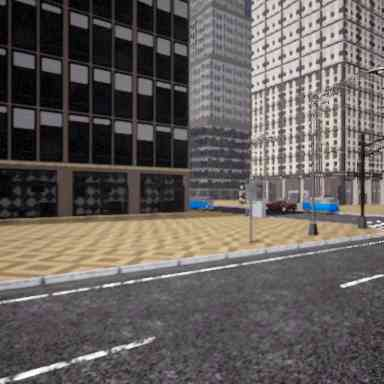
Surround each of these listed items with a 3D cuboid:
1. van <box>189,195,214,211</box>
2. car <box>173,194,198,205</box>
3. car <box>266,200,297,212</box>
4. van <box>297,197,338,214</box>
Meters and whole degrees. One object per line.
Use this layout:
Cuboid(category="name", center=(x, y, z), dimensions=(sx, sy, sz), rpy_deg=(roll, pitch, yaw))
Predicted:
Cuboid(category="van", center=(1.166, 1.471, 42.076), dimensions=(1.690, 1.788, 3.998), rpy_deg=(0, 0, -34))
Cuboid(category="car", center=(-1.201, 1.388, 60.536), dimensions=(2.192, 1.841, 5.009), rpy_deg=(0, 0, -34))
Cuboid(category="car", center=(11.227, 1.715, 42.198), dimensions=(1.887, 1.381, 4.507), rpy_deg=(0, 0, -34))
Cuboid(category="van", center=(14.406, 1.535, 37.662), dimensions=(1.690, 1.788, 3.998), rpy_deg=(0, 0, -34))
